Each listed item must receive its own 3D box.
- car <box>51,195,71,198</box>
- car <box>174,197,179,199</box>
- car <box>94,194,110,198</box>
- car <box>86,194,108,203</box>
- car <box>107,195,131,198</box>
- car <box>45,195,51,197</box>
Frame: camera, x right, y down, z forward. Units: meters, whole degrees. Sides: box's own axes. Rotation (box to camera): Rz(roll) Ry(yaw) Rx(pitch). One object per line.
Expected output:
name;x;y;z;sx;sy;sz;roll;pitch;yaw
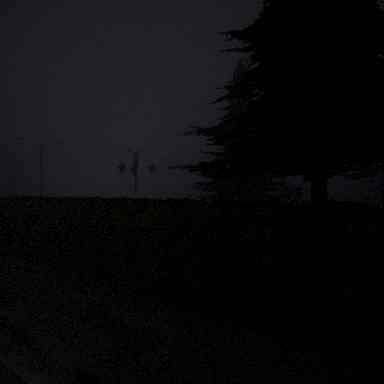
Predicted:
car;-29.161;1.435;77.294;2.152;1.636;5.027;0;0;41
car;-3.365;1.554;54.710;1.845;1.501;3.633;0;0;41
car;-17.158;1.333;67.166;1.932;1.855;4.605;0;0;41
car;-19.603;1.320;68.790;1.905;1.878;3.866;0;0;41
car;-10.524;1.561;51.147;1.970;1.475;3.806;0;0;41
car;-34.170;1.532;81.318;1.970;1.475;3.806;0;0;41
